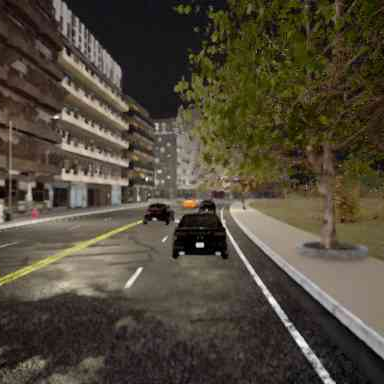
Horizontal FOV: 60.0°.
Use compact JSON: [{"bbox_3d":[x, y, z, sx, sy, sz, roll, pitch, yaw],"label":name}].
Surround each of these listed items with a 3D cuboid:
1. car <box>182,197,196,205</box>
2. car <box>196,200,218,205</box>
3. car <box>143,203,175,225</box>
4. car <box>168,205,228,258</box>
[{"bbox_3d":[-0.167,1.529,49.740,2.097,1.767,4.553,0,0,7],"label":"car"},{"bbox_3d":[1.787,1.624,37.319,1.837,1.490,4.892,0,-1,5],"label":"car"},{"bbox_3d":[-2.388,1.570,24.859,1.837,1.490,4.892,0,0,3],"label":"car"},{"bbox_3d":[0.323,1.513,12.952,1.882,1.535,5.008,0,0,2],"label":"car"}]
